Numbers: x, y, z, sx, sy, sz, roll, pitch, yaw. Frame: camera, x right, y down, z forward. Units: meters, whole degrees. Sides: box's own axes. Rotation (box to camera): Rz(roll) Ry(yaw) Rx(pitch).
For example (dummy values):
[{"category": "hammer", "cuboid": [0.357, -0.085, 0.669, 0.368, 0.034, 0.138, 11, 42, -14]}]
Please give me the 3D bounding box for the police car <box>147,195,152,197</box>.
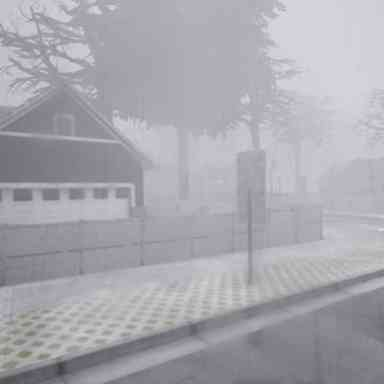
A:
[{"category": "police car", "cuboid": [-6.533, 0.962, 43.334, 2.038, 1.542, 4.974, -1, 1, -35]}]
